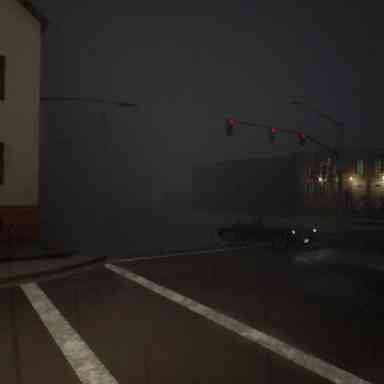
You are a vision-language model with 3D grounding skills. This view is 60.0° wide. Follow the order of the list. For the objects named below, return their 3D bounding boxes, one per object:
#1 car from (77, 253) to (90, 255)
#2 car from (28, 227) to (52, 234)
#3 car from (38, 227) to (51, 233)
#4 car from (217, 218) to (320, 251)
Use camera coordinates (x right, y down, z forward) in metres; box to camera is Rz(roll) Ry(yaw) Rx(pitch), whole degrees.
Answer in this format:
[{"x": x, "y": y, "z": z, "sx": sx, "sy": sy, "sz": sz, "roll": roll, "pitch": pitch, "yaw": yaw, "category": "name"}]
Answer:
[{"x": -11.420, "y": 7.158, "z": 35.159, "sx": 1.895, "sy": 1.301, "sz": 4.718, "roll": 1, "pitch": -14, "yaw": -36, "category": "car"}, {"x": -38.412, "y": 9.613, "z": 84.145, "sx": 4.974, "sy": 1.542, "sz": 2.038, "roll": 1, "pitch": 0, "yaw": -7, "category": "car"}, {"x": -38.462, "y": 9.455, "z": 84.140, "sx": 4.536, "sy": 1.218, "sz": 1.853, "roll": 1, "pitch": 0, "yaw": -7, "category": "car"}, {"x": 3.356, "y": 1.845, "z": 15.355, "sx": 1.895, "sy": 1.301, "sz": 4.718, "roll": 1, "pitch": -5, "yaw": -37, "category": "car"}]
